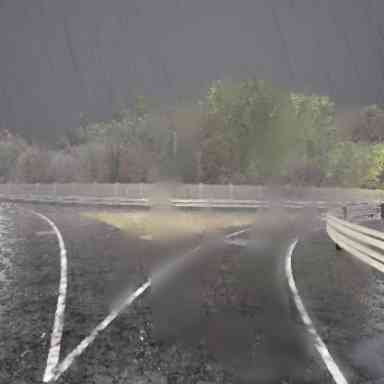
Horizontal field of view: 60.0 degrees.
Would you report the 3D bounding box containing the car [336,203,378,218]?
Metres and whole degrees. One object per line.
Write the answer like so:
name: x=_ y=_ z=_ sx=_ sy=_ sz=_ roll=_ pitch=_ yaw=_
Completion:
car: x=16.372 y=1.788 z=33.048 sx=5.357 sy=1.411 sz=2.033 roll=1 pitch=0 yaw=-36
